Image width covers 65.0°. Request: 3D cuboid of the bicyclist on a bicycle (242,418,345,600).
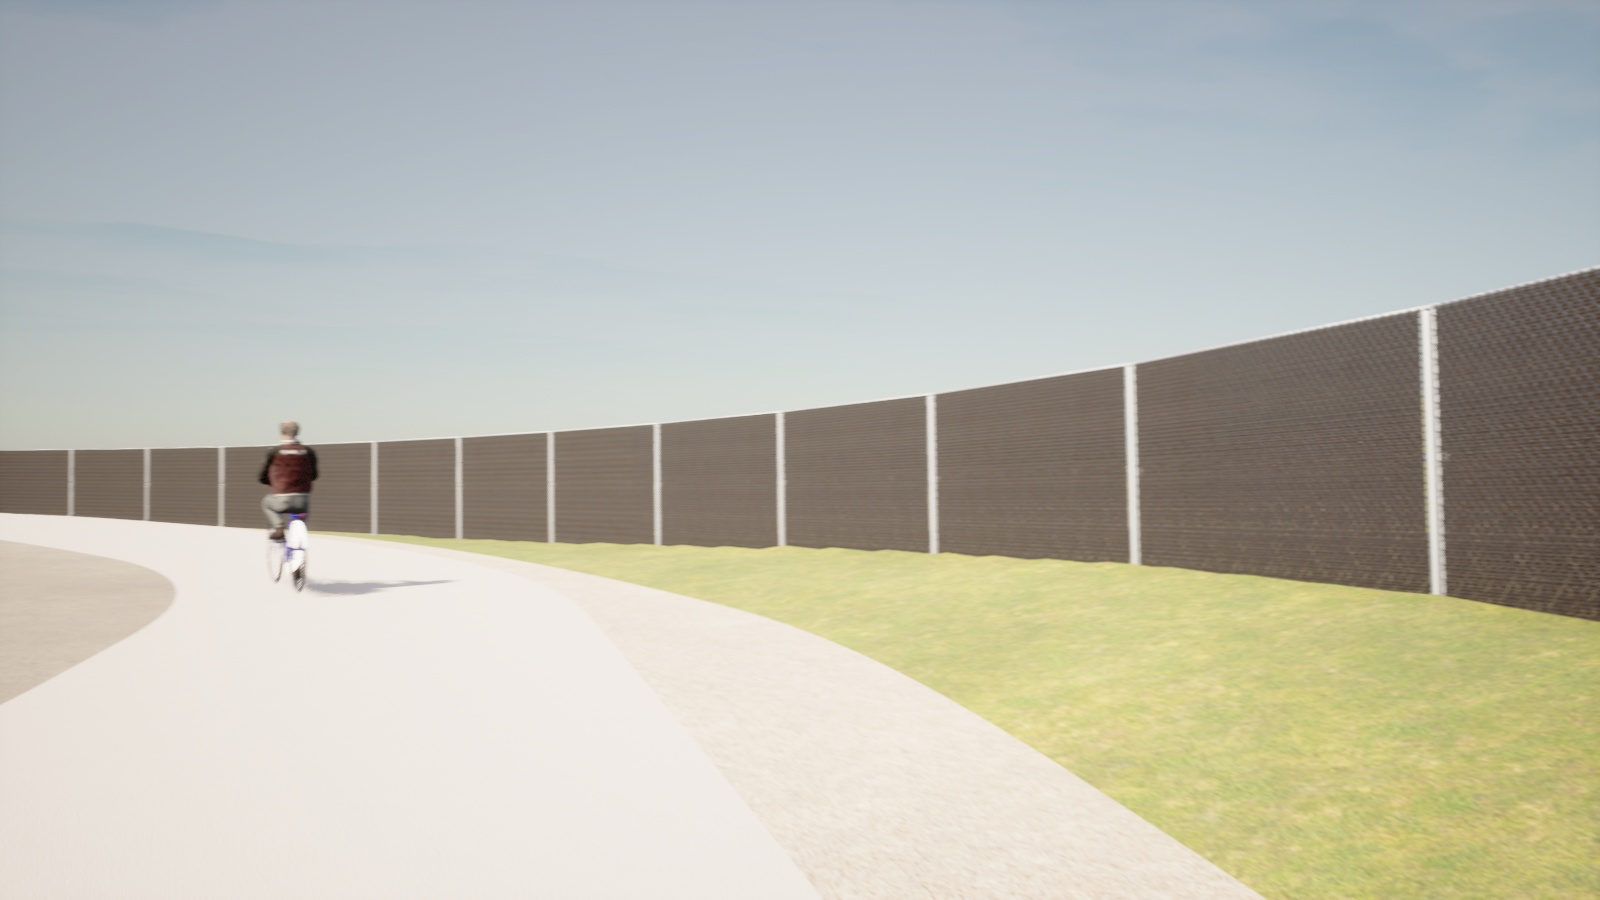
[{"bbox_3d":[-5.328,0.568,13.147,0.659,1.776,1.843,0,0,-33],"label":"bicyclist on a bicycle"}]
